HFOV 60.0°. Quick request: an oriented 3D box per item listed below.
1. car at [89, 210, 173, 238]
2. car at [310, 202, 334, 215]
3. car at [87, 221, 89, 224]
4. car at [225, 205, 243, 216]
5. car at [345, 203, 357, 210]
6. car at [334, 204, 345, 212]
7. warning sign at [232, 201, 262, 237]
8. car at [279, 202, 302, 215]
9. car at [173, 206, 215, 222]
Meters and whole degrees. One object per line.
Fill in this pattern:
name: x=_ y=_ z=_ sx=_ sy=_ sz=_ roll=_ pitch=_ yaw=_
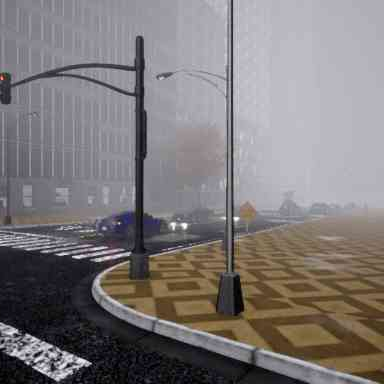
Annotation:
car: x=-3.380 y=1.809 z=19.510 sx=1.812 sy=1.442 sz=4.674 roll=0 pitch=-1 yaw=33
car: x=18.295 y=2.268 z=47.375 sx=2.097 sy=1.767 sz=4.553 roll=0 pitch=-1 yaw=33
car: x=-4.993 y=1.925 z=23.491 sx=1.895 sy=1.301 sz=4.718 roll=0 pitch=-1 yaw=33
car: x=5.640 y=2.240 z=40.029 sx=1.994 sy=1.385 sz=4.181 roll=0 pitch=-1 yaw=33
car: x=31.350 y=2.837 z=65.789 sx=1.812 sy=1.442 sz=4.674 roll=0 pitch=-1 yaw=33
car: x=23.749 y=2.641 z=55.874 sx=2.033 sy=1.411 sz=5.357 roll=0 pitch=-1 yaw=33
warning sign: x=3.092 y=1.454 z=18.559 sx=1.300 sy=1.860 sz=1.060 roll=1 pitch=1 yaw=33
car: x=13.772 y=2.206 z=46.433 sx=2.097 sy=1.767 sz=4.553 roll=0 pitch=-1 yaw=33
car: x=0.272 y=2.046 z=31.686 sx=2.033 sy=1.411 sz=5.357 roll=0 pitch=-1 yaw=33
